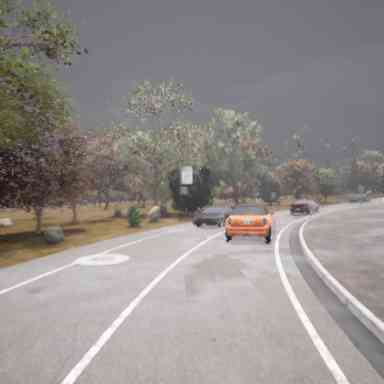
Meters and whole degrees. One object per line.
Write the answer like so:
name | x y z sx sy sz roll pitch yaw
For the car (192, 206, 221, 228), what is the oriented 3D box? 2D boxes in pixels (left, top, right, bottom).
car | 1.792 1.707 23.774 2.033 1.411 5.357 -2 -1 23

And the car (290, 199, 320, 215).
car | 11.647 1.497 34.195 1.882 1.535 5.008 -4 -2 35

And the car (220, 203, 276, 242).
car | 3.079 1.393 16.957 2.097 1.767 4.553 -1 -1 17

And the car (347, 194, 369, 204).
car | 27.420 1.096 54.974 4.892 1.490 1.837 -4 -2 -40
